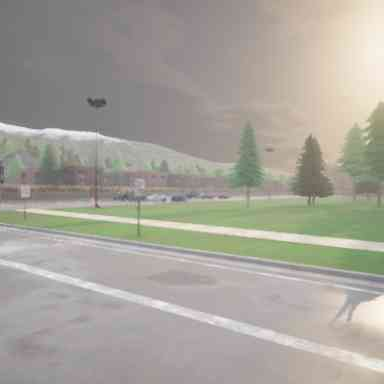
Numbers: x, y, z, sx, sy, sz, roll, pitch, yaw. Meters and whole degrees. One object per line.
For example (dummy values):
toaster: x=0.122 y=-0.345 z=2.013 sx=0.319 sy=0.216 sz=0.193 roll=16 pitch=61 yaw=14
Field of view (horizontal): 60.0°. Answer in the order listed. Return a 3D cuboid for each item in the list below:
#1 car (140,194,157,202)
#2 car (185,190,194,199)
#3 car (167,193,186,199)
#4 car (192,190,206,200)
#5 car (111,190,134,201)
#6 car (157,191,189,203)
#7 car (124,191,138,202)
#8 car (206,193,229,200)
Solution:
car: x=-6.338 y=1.050 z=58.226 sx=1.812 sy=1.442 sz=4.674 roll=1 pitch=1 yaw=35
car: x=-0.531 y=0.578 z=72.570 sx=2.150 sy=2.045 sz=5.566 roll=1 pitch=0 yaw=35
car: x=-3.454 y=0.872 z=74.505 sx=1.994 sy=1.385 sz=4.181 roll=1 pitch=0 yaw=35
car: x=2.514 y=0.898 z=70.824 sx=1.812 sy=1.442 sz=4.674 roll=1 pitch=0 yaw=35
car: x=-12.336 y=0.660 z=61.805 sx=2.150 sy=2.045 sz=5.566 roll=1 pitch=0 yaw=35
car: x=-3.170 y=1.045 z=56.663 sx=1.882 sy=1.535 sz=5.008 roll=1 pitch=0 yaw=35
car: x=-9.396 y=1.007 z=59.936 sx=1.812 sy=1.442 sz=4.674 roll=1 pitch=1 yaw=35
car: x=5.674 y=0.915 z=69.237 sx=2.033 sy=1.411 sz=5.357 roll=1 pitch=0 yaw=35
